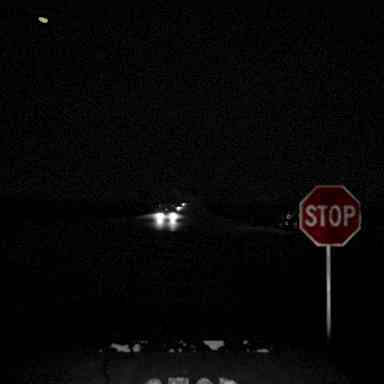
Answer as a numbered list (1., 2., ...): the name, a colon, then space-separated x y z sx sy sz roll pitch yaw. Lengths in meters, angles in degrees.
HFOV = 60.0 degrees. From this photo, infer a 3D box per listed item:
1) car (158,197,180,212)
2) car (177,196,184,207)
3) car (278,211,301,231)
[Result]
1. car: -2.779 1.629 38.772 1.895 1.301 4.718 0 0 1
2. car: -2.665 1.612 51.788 1.994 1.385 4.181 0 0 0
3. car: 7.981 1.577 21.618 4.553 1.767 2.097 1 -1 0
